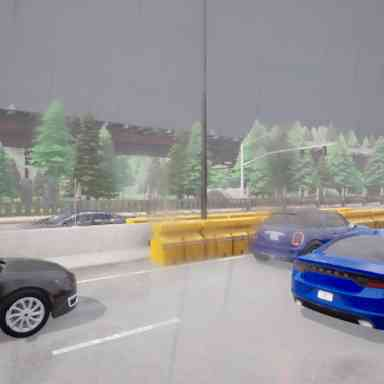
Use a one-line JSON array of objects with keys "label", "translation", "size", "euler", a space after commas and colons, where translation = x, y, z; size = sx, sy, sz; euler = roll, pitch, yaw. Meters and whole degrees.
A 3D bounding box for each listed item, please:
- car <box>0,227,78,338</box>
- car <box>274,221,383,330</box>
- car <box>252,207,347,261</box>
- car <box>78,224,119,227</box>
[{"label": "car", "translation": [-4.273, 1.505, 4.998], "size": [4.892, 1.490, 1.837], "euler": [0, 0, -35]}, {"label": "car", "translation": [4.108, 1.478, 6.681], "size": [5.008, 1.535, 1.882], "euler": [0, 0, -36]}, {"label": "car", "translation": [4.147, 1.352, 11.008], "size": [4.553, 1.767, 2.097], "euler": [0, 0, -36]}, {"label": "car", "translation": [-4.639, 1.491, 13.584], "size": [4.902, 1.511, 2.128], "euler": [0, 0, -36]}]
